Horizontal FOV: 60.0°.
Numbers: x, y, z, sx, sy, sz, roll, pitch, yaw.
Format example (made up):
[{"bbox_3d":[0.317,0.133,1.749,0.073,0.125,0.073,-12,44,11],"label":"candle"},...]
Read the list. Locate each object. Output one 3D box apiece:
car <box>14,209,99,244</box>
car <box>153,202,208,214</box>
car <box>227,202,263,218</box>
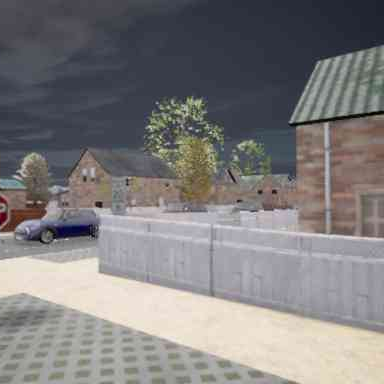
[{"bbox_3d":[-7.087,1.730,18.097,2.097,1.767,4.553,-1,-2,37],"label":"car"},{"bbox_3d":[-0.860,1.840,26.736,2.150,2.045,5.566,-1,-2,35],"label":"car"},{"bbox_3d":[5.831,2.100,36.088,2.150,2.045,5.566,-1,-2,36],"label":"car"}]
